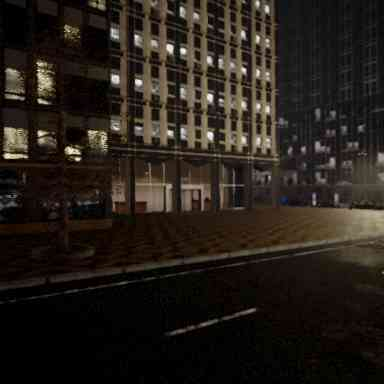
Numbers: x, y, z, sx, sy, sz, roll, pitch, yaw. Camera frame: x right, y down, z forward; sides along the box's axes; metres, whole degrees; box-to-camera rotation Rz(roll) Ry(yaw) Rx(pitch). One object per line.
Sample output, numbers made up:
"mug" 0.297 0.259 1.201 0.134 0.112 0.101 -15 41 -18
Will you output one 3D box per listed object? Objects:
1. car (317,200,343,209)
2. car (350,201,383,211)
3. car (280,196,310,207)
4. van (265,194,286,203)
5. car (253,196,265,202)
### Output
"car" 20.349 1.801 49.480 1.802 1.307 4.206 0 0 -35
"car" 23.584 1.830 44.804 1.947 1.339 4.313 0 0 -35
"car" 17.148 1.740 54.176 1.947 1.339 4.313 0 0 -35
"van" 17.573 1.361 68.321 1.690 1.788 3.998 0 0 -35
"car" 14.324 1.556 72.986 1.802 1.307 4.206 0 0 -35
